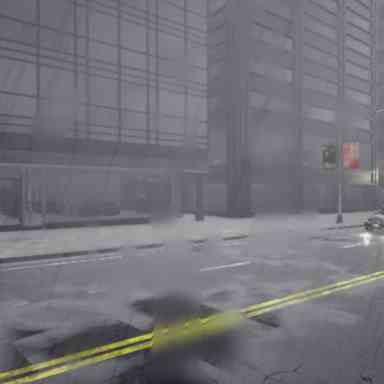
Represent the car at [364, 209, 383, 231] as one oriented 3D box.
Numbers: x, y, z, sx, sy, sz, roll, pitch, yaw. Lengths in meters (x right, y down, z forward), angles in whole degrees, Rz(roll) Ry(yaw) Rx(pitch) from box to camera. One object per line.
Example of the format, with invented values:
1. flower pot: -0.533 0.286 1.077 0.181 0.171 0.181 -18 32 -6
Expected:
1. car: 12.578 1.702 20.632 4.674 1.442 1.812 1 0 -35
